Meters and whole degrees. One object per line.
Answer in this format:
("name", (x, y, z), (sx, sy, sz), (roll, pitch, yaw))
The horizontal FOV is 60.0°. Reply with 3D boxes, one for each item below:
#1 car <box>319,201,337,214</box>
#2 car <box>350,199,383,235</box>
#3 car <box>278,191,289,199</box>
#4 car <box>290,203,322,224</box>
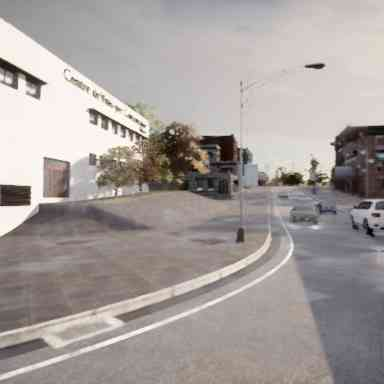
("car", (15.661, 1.780, 39.084), (2.033, 1.411, 5.357), (0, 1, 13))
("car", (11.272, 1.430, 20.134), (2.150, 2.045, 5.566), (0, -1, 13))
("car", (18.354, 0.586, 66.924), (1.882, 1.535, 5.008), (0, 4, 13))
("car", (9.198, 1.799, 27.457), (1.837, 1.490, 4.892), (0, 0, 13))
